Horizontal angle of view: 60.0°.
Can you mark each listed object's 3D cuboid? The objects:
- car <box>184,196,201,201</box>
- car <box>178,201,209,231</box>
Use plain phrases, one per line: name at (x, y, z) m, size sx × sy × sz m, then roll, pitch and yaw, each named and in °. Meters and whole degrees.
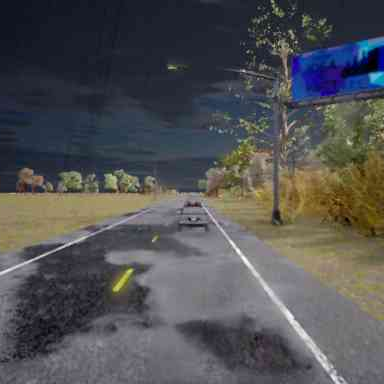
car at (0.098, 1.324, 42.513) m, size 2.097 × 1.767 × 4.553 m, roll 0°, pitch 0°, yaw 0°
car at (0.098, 1.534, 20.613) m, size 2.033 × 1.411 × 5.357 m, roll 0°, pitch 0°, yaw 0°
